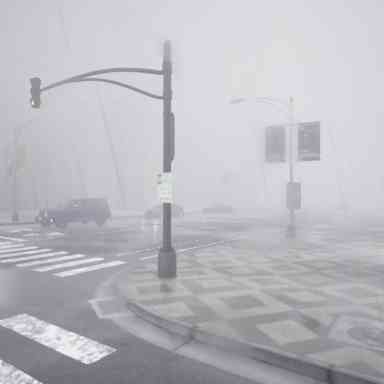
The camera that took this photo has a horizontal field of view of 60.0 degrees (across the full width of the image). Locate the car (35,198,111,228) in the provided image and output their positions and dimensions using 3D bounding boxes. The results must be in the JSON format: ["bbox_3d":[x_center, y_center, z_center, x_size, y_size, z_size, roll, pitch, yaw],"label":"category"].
[{"bbox_3d":[-8.550,1.462,24.492,2.150,2.045,5.566,0,-1,35],"label":"car"}]

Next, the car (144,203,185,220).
[{"bbox_3d":[-2.636,1.894,32.857,1.837,1.490,4.892,0,-1,36],"label":"car"}]

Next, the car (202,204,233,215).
[{"bbox_3d":[3.151,2.136,41.040,1.895,1.301,4.718,0,-1,35],"label":"car"}]

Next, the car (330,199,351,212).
[{"bbox_3d":[24.540,2.382,54.106,2.128,1.511,4.902,0,-1,35],"label":"car"}]
